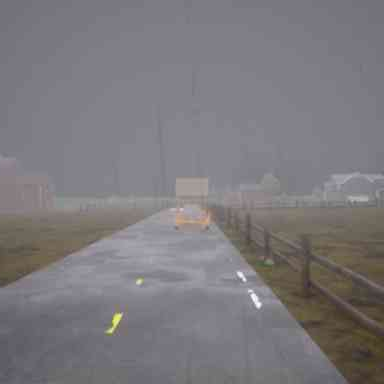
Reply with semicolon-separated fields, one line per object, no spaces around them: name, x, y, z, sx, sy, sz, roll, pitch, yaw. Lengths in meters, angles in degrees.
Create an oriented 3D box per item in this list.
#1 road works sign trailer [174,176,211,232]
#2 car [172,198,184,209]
road works sign trailer;0.003;0.727;22.375;2.380;3.560;2.880;0;-1;0
car;-2.752;2.216;65.747;2.150;2.045;5.566;0;-1;0
